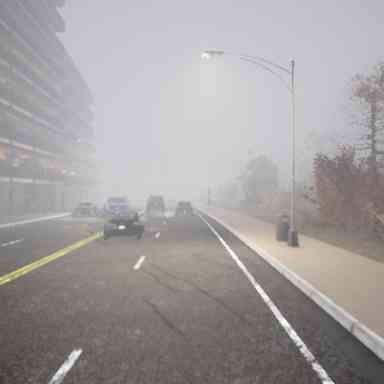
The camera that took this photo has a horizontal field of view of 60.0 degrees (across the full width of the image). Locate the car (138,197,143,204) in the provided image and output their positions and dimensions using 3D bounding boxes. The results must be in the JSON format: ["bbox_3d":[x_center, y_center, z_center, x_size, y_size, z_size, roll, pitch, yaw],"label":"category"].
[{"bbox_3d":[-10.985,1.775,74.212,2.128,1.511,4.902,0,0,-8],"label":"car"}]

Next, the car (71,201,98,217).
[{"bbox_3d":[-10.710,1.696,33.733,1.837,1.490,4.892,0,0,-3],"label":"car"}]

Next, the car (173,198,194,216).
[{"bbox_3d":[-0.856,1.687,35.642,1.837,1.490,4.892,0,0,-3],"label":"car"}]

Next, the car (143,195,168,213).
[{"bbox_3d":[-4.415,1.436,41.039,2.150,2.045,5.566,0,0,-4],"label":"car"}]

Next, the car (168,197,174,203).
[{"bbox_3d":[-4.665,1.915,75.946,1.994,1.385,4.181,0,0,-8],"label":"car"}]

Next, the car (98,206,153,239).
[{"bbox_3d":[-3.414,1.664,17.903,1.994,1.385,4.181,0,0,-2],"label":"car"}]

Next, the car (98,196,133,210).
[{"bbox_3d":[-7.430,1.401,33.214,2.150,2.045,5.566,0,0,-3],"label":"car"}]

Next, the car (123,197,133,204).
[{"bbox_3d":[-14.206,1.810,73.781,1.994,1.385,4.181,0,0,-8],"label":"car"}]
